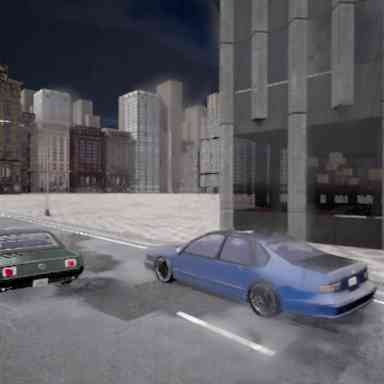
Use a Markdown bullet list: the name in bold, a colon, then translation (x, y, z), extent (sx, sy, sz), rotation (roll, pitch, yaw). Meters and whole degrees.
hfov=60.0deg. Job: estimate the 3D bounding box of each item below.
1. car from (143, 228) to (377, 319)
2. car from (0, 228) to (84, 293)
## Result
- **car**: translation (1.044, 1.551, 7.500), extent (2.033, 1.411, 5.357), rotation (0, 0, -41)
- **car**: translation (-4.633, 1.605, 8.644), extent (1.895, 1.301, 4.718), rotation (0, 0, -41)
